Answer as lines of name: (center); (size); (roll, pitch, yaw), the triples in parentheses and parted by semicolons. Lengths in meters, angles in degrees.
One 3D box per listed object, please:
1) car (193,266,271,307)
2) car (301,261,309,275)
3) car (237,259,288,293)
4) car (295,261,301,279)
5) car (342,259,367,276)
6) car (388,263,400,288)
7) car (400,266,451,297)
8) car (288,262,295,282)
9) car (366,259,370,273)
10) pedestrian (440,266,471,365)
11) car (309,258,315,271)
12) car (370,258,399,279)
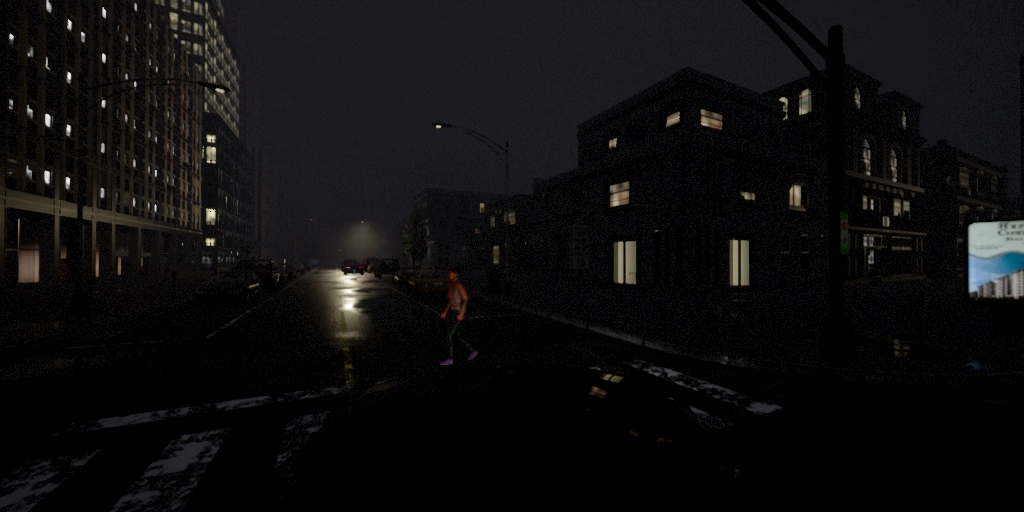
car: (-11.983, 1.292, 15.332); (2.007, 1.370, 4.403); (0, 0, -26)
car: (-24.136, 1.323, 40.018); (1.751, 1.417, 4.829); (0, 0, -26)
car: (-14.429, 1.066, 20.300); (2.192, 1.841, 5.009); (0, 0, -26)
car: (-19.319, 1.318, 30.235); (1.888, 1.381, 4.507); (0, 0, -26)
car: (-17.222, 1.341, 38.994); (1.812, 1.442, 4.674); (0, 0, -26)
car: (-6.908, 1.372, 23.999); (1.802, 1.307, 4.207); (0, 0, -26)
car: (-4.539, 1.305, 19.183); (1.751, 1.417, 4.829); (0, 0, -26)
car: (-16.874, 1.313, 25.268); (2.007, 1.370, 4.403); (0, 0, -26)
car: (-16.765, 1.362, 44.022); (1.751, 1.417, 4.829); (0, 0, -26)
pedestrian: (-1.039, 1.040, 6.580); (0.375, 1.860, 0.375); (1, -1, -26)
car: (-29.101, 1.390, 50.106); (1.948, 1.339, 4.313); (0, 0, -26)
car: (-11.799, 1.127, 33.934); (2.192, 1.841, 5.009); (0, 0, -26)
